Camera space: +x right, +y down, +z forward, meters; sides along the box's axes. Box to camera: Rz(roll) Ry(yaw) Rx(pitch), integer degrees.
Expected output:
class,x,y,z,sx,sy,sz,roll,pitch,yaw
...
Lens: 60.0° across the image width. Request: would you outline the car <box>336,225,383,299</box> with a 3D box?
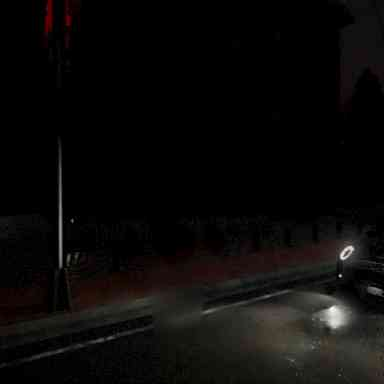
class,x,y,z,sx,sy,sz,roll,pitch,yaw
car,5.413,1.347,7.797,4.553,1.767,2.097,0,0,-35
